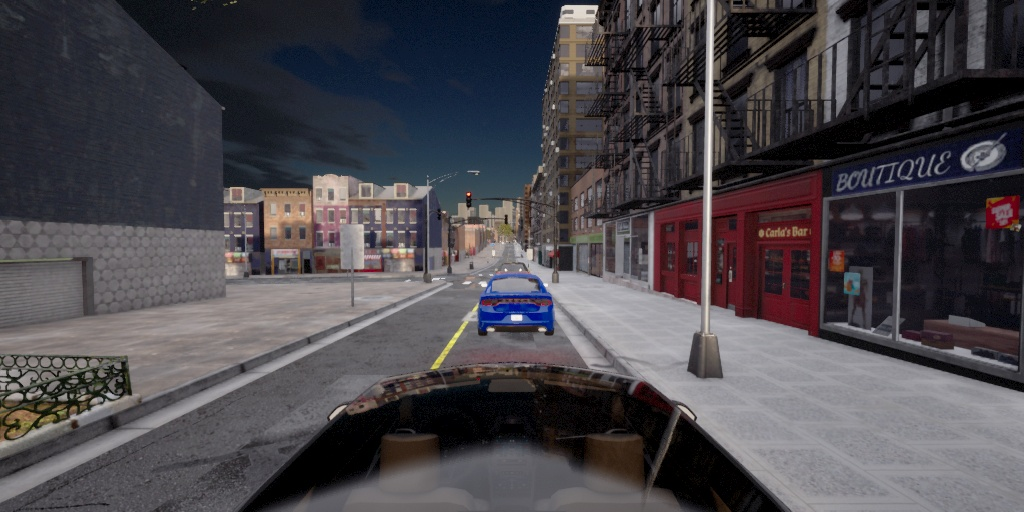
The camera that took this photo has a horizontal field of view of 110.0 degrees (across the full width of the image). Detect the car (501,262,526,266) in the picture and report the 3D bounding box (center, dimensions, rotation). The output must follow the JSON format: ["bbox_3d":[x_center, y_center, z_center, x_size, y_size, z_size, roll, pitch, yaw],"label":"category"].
[{"bbox_3d":[0.056,1.109,20.465,2.097,1.767,4.553,0,0,0],"label":"car"}]

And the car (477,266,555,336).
[{"bbox_3d":[0.089,1.229,10.472,1.882,1.535,5.008,0,0,0],"label":"car"}]
